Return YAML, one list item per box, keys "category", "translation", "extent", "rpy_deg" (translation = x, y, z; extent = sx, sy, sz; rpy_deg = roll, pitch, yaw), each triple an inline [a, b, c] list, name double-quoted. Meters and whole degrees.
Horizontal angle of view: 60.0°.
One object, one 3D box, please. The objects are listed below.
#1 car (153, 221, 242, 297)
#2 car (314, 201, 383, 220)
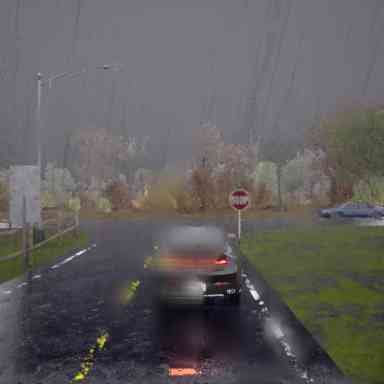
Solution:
- category: "car"
  translation: [0.109, 1.504, 8.526]
  extent: [1.837, 1.490, 4.892]
  rpy_deg: [0, 0, 0]
- category: "car"
  translation: [12.418, 1.423, 25.835]
  extent: [5.357, 1.411, 2.033]
  rpy_deg: [0, 0, 1]
